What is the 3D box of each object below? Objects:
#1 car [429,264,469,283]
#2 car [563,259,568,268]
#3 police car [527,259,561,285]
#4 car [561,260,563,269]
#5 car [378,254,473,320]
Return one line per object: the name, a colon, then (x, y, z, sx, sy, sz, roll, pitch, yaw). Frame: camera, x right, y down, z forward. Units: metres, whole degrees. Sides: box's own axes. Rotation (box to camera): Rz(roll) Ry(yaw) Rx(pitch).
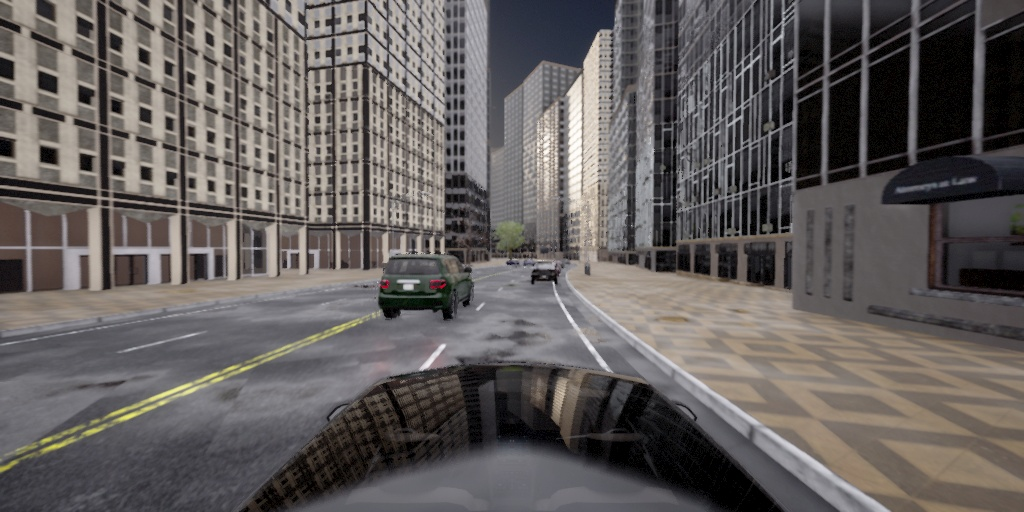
car: (-4.894, 1.340, 28.683, 1.895, 1.301, 4.718, 0, 0, 7)
car: (7.797, 1.361, 60.371, 2.033, 1.411, 5.357, 0, 0, 13)
police car: (2.457, 1.201, 26.880, 1.930, 1.638, 5.238, 0, 0, 7)
car: (4.737, 1.321, 42.205, 1.812, 1.442, 4.674, 0, 0, 10)
car: (-2.800, 0.967, 12.800, 2.150, 2.045, 5.566, 0, 0, 3)
